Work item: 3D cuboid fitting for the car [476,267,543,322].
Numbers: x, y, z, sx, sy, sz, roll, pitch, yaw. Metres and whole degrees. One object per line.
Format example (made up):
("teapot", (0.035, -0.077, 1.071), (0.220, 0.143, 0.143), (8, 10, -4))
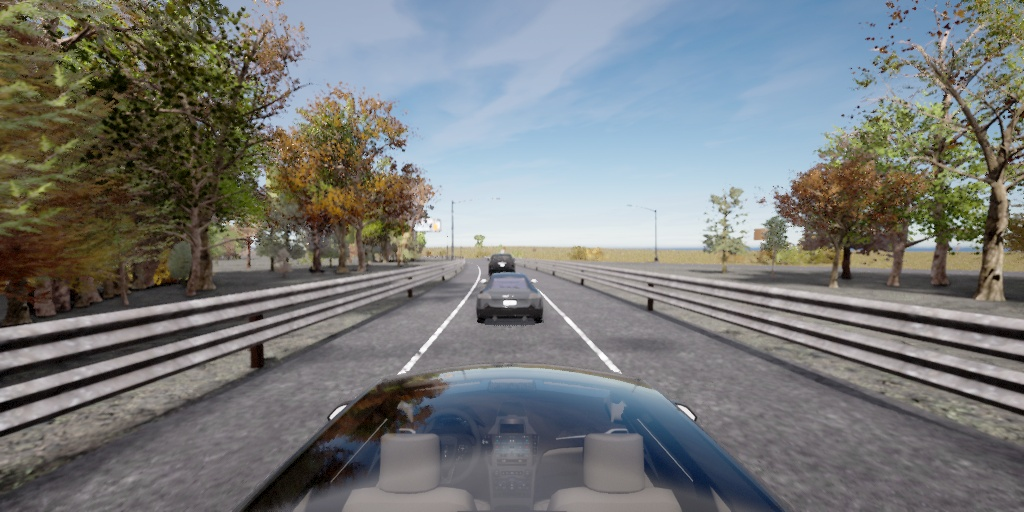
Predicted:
("car", (-0.100, 1.254, 11.972), (1.994, 1.385, 4.181), (0, 0, -1))

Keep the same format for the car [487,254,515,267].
("car", (-0.929, 0.810, 30.427), (2.150, 2.045, 5.566), (0, 0, -4))
